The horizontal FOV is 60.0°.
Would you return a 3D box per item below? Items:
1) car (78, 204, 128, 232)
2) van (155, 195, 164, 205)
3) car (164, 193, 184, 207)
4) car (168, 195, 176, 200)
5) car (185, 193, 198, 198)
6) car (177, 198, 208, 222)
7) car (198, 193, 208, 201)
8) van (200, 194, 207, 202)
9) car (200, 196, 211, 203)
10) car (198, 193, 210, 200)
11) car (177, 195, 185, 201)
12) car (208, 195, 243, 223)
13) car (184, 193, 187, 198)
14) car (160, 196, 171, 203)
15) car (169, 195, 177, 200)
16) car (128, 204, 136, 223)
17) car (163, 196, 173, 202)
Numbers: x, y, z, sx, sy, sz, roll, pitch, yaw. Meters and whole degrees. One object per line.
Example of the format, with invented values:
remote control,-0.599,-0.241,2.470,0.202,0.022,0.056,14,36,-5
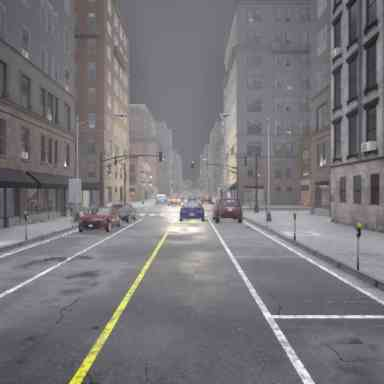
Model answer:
car,-5.378,1.546,19.916,1.887,1.381,4.507,0,0,0
van,-5.379,1.337,57.391,1.690,1.788,3.998,0,0,0
car,-2.815,1.350,52.597,2.097,1.767,4.553,0,0,0
car,-5.354,1.514,89.659,1.752,1.417,4.829,0,0,0
car,0.039,1.347,76.720,2.097,1.767,4.553,0,0,0
car,0.009,1.479,26.574,1.882,1.535,5.008,0,0,0
car,2.727,1.305,84.420,2.192,1.841,5.009,0,0,0
van,2.729,1.333,79.013,1.690,1.788,3.998,0,0,0
car,2.734,1.545,68.201,2.008,1.369,4.403,0,0,0
car,2.736,1.310,62.794,2.192,1.841,5.009,0,0,0
car,-2.708,1.462,83.342,1.882,1.535,5.008,0,0,0
car,2.650,1.316,25.423,2.192,1.841,5.009,0,0,0
car,-2.727,1.541,67.722,2.033,1.411,5.357,0,0,0
car,-5.371,1.560,68.203,1.947,1.339,4.313,0,0,0
car,-5.350,1.538,95.235,2.008,1.369,4.403,0,0,0
car,-5.375,1.567,25.427,1.947,1.339,4.313,0,0,0
car,-5.367,1.537,73.610,1.887,1.381,4.507,0,0,0
